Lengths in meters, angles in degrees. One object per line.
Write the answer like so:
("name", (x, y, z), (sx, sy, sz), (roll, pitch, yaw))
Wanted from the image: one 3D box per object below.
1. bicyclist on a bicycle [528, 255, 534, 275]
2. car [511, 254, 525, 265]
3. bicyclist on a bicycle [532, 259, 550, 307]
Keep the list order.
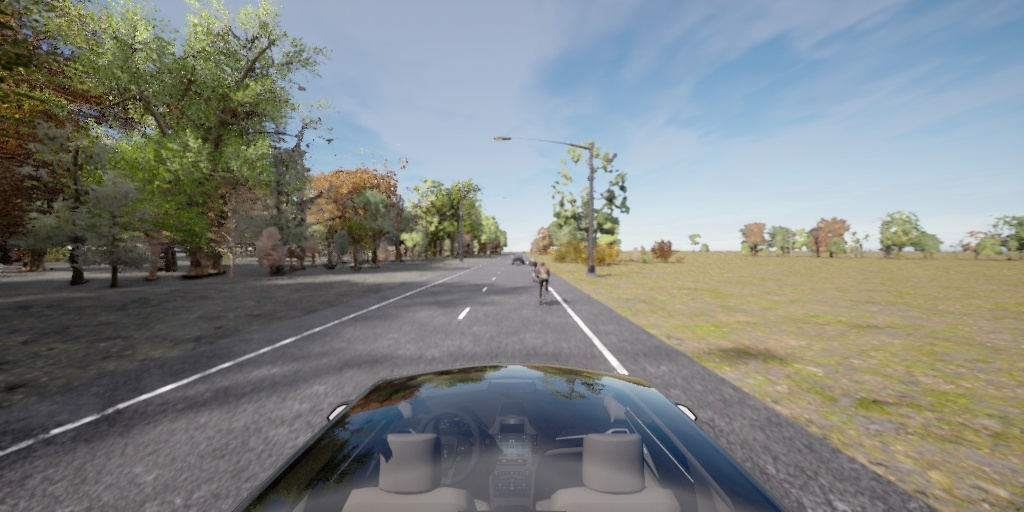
("bicyclist on a bicycle", (1.326, 0.822, 22.957), (0.659, 1.776, 1.843), (0, 1, 1))
("car", (0.968, 0.524, 55.041), (1.837, 1.490, 4.892), (0, 1, 1))
("bicyclist on a bicycle", (1.171, 1.037, 13.334), (0.582, 1.620, 1.656), (0, 0, 1))
